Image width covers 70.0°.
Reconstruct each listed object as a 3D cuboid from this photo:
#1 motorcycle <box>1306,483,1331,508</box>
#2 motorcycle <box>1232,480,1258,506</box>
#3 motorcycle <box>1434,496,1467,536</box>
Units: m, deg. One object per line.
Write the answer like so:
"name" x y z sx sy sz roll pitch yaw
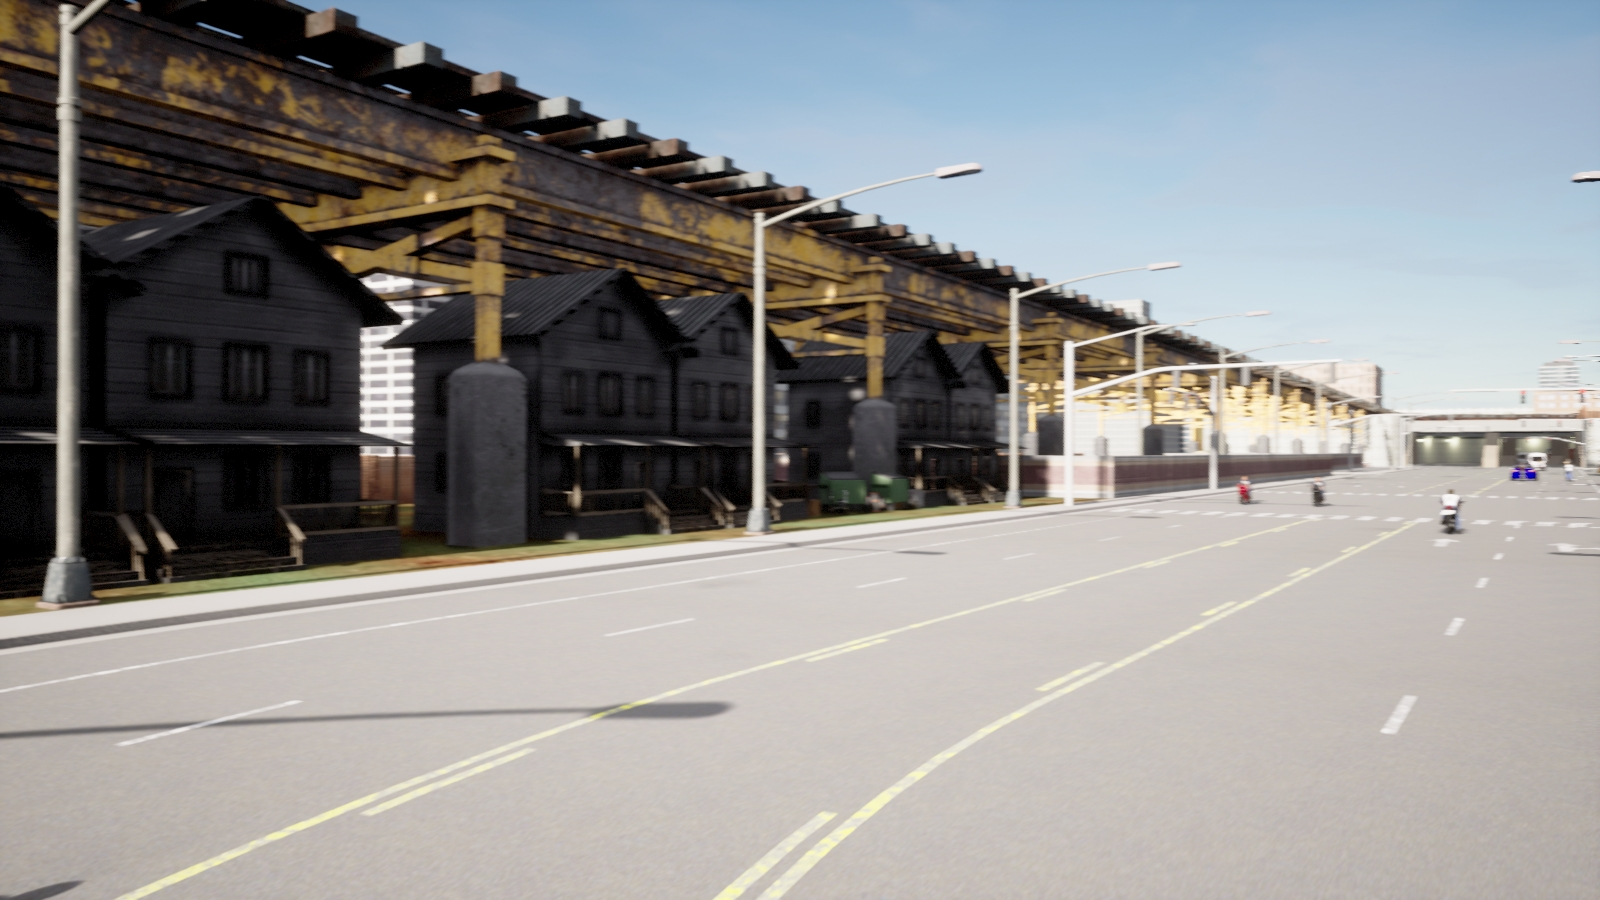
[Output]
"motorcycle" 25.860 2.260 57.009 0.803 1.145 2.033 0 0 34
"motorcycle" 22.974 2.215 58.990 0.803 1.224 2.033 0 0 34
"motorcycle" 22.092 2.214 38.787 0.803 1.224 2.033 0 0 34
